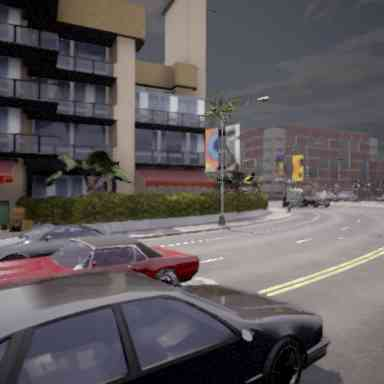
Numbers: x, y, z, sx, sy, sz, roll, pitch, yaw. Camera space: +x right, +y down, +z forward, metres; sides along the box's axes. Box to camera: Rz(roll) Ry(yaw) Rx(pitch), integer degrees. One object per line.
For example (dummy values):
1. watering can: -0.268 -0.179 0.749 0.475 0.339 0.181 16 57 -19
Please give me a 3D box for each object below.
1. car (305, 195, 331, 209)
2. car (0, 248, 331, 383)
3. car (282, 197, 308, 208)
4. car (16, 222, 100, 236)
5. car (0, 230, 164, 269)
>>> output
1. car: 19.853 1.556 53.289 2.150 2.045 5.566 0 -1 -9
2. car: -0.844 1.569 3.284 5.357 1.411 2.033 0 0 -37
3. car: 16.262 1.897 53.759 1.994 1.385 4.181 0 0 -11
4. car: -4.119 1.624 9.952 4.181 1.385 1.994 0 0 -39
5. car: -2.183 1.644 6.959 4.718 1.301 1.895 0 0 -38
